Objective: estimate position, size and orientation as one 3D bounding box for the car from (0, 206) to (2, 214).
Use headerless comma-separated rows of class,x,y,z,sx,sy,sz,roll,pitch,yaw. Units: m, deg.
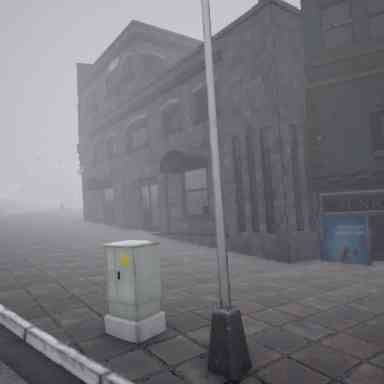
car,-26.907,2.272,43.581,1.882,1.535,5.008,-4,-1,-3
